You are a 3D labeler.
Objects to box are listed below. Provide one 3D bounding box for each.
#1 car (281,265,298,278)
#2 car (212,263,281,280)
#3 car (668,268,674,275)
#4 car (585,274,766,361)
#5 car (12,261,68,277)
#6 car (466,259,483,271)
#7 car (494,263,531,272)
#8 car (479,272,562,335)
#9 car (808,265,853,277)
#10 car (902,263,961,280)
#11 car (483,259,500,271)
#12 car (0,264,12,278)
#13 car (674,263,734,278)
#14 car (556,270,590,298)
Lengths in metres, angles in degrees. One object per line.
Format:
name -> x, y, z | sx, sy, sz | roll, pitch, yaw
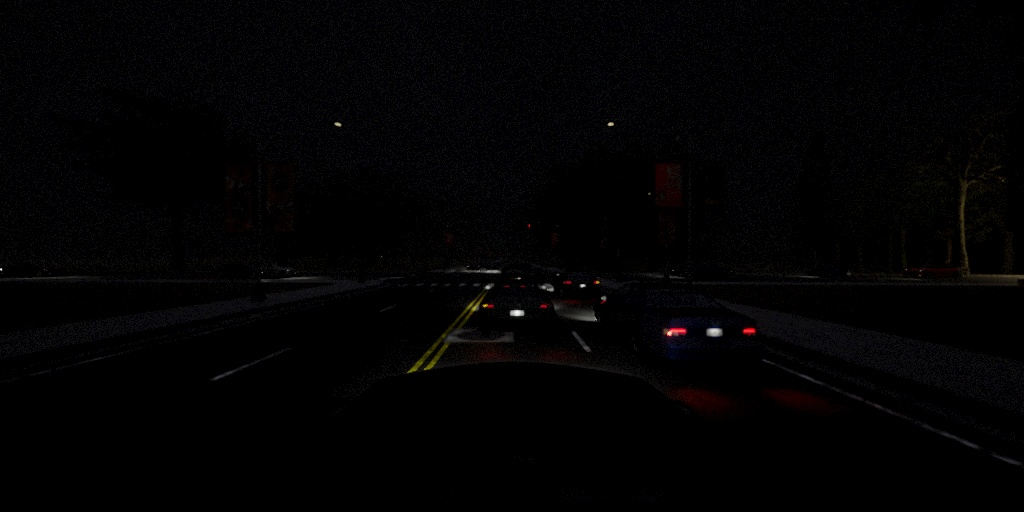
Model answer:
car -> -23.486, 1.389, 35.032 | 4.674, 1.442, 1.812 | 0, 0, 0
car -> -23.719, 1.350, 31.778 | 4.892, 1.490, 1.837 | 0, 0, 0
car -> 20.918, 1.607, 41.990 | 4.892, 1.490, 1.837 | 0, 0, 0
car -> 3.362, 1.327, 8.458 | 2.033, 1.411, 5.357 | 0, 0, 0
car -> -46.442, 1.267, 34.875 | 5.008, 1.535, 1.882 | 0, 0, 0
car -> -6.449, 1.666, 60.148 | 1.837, 1.490, 4.892 | 0, -1, 1
car -> 0.124, 1.352, 20.213 | 1.837, 1.490, 4.892 | 0, 0, 0
car -> 0.118, 1.353, 10.623 | 1.994, 1.385, 4.181 | 0, 0, 0
car -> 37.304, 1.761, 42.079 | 4.181, 1.385, 1.994 | 0, 0, 0
car -> 45.362, 1.592, 38.854 | 4.553, 1.767, 2.097 | 0, 0, 0
car -> -3.201, 1.653, 60.147 | 2.128, 1.511, 4.902 | 0, -1, 1
car -> -48.096, 1.120, 31.625 | 4.553, 1.767, 2.097 | 0, 0, 0
car -> 20.881, 1.632, 38.742 | 5.357, 1.411, 2.033 | 0, 0, 0
car -> 3.382, 1.405, 19.197 | 1.994, 1.385, 4.181 | 0, 0, 0
